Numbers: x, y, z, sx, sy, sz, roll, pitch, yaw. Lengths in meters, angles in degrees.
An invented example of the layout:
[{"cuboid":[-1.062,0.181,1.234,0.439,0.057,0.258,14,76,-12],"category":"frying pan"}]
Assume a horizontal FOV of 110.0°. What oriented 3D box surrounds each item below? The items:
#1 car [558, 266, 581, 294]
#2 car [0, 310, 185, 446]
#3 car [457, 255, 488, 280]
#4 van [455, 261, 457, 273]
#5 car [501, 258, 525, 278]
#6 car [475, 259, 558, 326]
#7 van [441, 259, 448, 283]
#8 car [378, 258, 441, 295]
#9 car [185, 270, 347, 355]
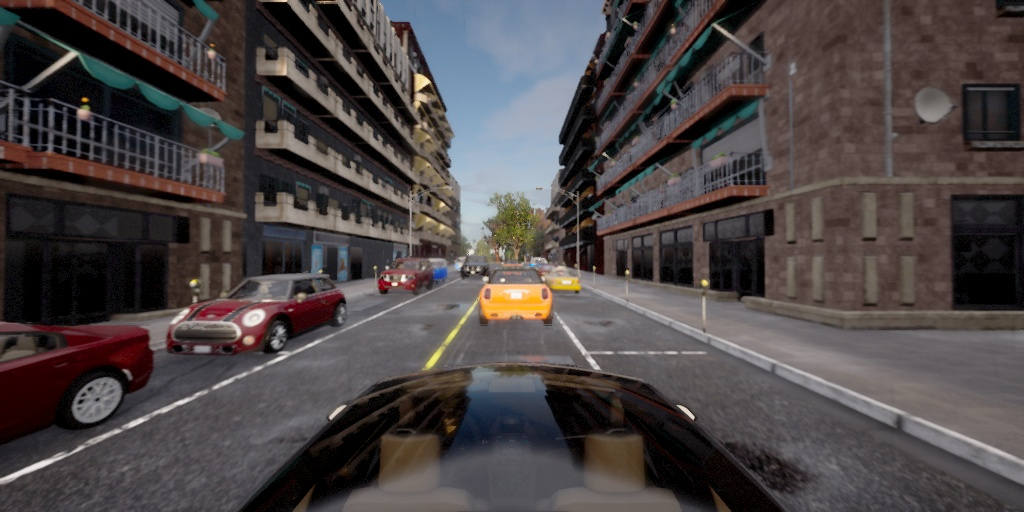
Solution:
[{"cuboid":[2.688,1.261,20.032,1.751,1.417,4.829,0,0,0],"category":"car"},{"cuboid":[-5.690,1.294,2.913,1.888,1.381,4.507,0,0,0],"category":"car"},{"cuboid":[-3.082,0.950,31.172,2.150,2.045,5.566,0,0,0],"category":"car"},{"cuboid":[-5.699,1.062,42.545,1.690,1.789,3.998,0,0,0],"category":"van"},{"cuboid":[0.093,1.078,34.588,2.097,1.767,4.553,0,0,0],"category":"car"},{"cuboid":[0.082,1.094,11.847,2.097,1.767,4.553,0,0,-1],"category":"car"},{"cuboid":[-5.695,1.073,25.560,1.690,1.789,3.998,0,0,0],"category":"van"},{"cuboid":[-5.694,1.050,19.899,2.192,1.841,5.009,0,0,0],"category":"car"},{"cuboid":[-5.692,1.184,8.576,1.967,1.591,4.097,0,0,0],"category":"car"}]
